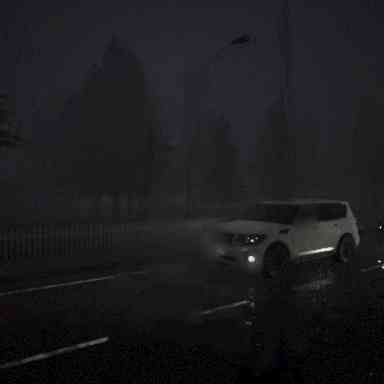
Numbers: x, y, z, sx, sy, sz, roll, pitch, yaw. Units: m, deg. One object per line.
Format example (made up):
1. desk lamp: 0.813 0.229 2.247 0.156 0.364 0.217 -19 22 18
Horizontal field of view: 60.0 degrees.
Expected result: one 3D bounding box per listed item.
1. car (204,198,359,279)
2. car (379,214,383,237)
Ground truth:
1. car: 2.996 1.234 10.430 5.566 2.045 2.150 0 0 -35
2. car: 11.485 1.240 16.400 5.566 2.045 2.150 0 0 -36
